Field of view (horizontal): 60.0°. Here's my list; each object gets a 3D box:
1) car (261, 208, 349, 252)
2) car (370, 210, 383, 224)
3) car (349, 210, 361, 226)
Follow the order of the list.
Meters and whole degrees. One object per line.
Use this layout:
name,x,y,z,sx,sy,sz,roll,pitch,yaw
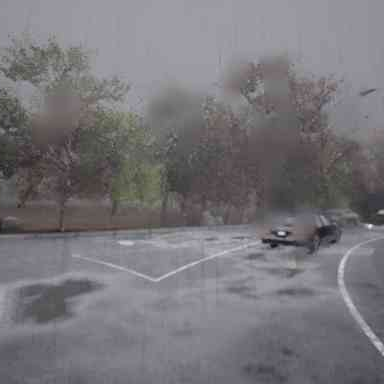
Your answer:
car,4.830,1.585,14.197,2.033,1.411,5.357,0,-1,38
car,19.223,2.444,32.687,5.008,1.535,1.882,5,-4,-41
car,11.372,1.940,25.812,4.181,1.385,1.994,3,-2,-41
